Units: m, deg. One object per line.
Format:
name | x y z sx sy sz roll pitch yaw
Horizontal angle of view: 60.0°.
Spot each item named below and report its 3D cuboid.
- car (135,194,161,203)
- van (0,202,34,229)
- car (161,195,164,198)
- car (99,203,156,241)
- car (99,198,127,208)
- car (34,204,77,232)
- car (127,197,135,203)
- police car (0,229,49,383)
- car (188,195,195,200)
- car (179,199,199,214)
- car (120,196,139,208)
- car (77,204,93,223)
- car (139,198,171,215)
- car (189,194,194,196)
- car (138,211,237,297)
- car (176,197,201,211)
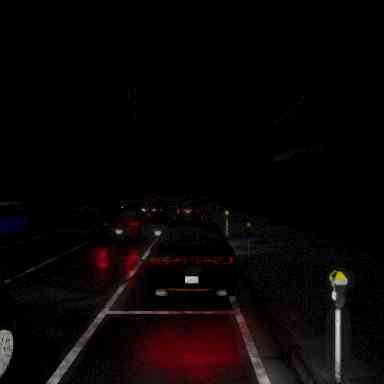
car | -6.158 1.238 47.248 2.150 2.045 5.566 0 0 0
van | -8.815 1.342 14.478 1.690 1.788 3.998 0 0 0
car | -8.782 1.643 84.589 1.802 1.307 4.206 0 0 0
car | -3.120 1.527 16.644 1.812 1.442 4.674 0 0 1
car | -8.815 1.573 36.483 1.947 1.339 4.313 0 0 0
car | -8.815 1.568 19.979 1.947 1.339 4.313 0 0 0
car | -8.815 1.591 41.985 1.802 1.307 4.206 0 0 0
police car | -3.146 1.424 2.368 1.930 1.638 5.238 0 0 0
car | -0.237 1.636 95.394 2.008 1.369 4.403 0 0 0
car | -0.290 1.558 36.484 2.008 1.369 4.403 0 0 0
car | -8.816 1.452 47.486 1.967 1.590 4.097 0 0 0
car | -8.815 1.585 25.481 1.802 1.307 4.206 0 0 0
car | -3.137 1.552 30.263 2.033 1.411 5.357 0 0 0
car | -0.257 1.501 84.576 1.967 1.590 4.097 0 0 0
car | -0.006 1.478 8.650 1.882 1.535 5.008 0 0 0
car | -0.290 1.443 25.481 1.967 1.590 4.097 0 0 0
